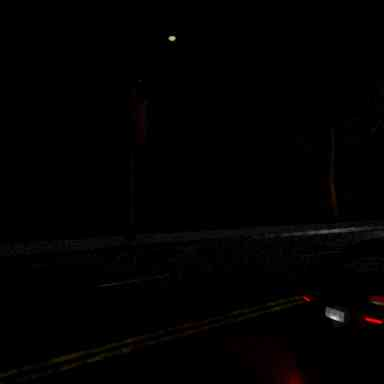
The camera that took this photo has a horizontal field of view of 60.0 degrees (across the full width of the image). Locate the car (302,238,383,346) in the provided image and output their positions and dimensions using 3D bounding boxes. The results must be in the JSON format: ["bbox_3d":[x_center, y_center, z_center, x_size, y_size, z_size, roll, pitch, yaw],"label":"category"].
[{"bbox_3d":[3.932,1.548,5.884,4.674,1.442,1.812,0,0,-33],"label":"car"}]
